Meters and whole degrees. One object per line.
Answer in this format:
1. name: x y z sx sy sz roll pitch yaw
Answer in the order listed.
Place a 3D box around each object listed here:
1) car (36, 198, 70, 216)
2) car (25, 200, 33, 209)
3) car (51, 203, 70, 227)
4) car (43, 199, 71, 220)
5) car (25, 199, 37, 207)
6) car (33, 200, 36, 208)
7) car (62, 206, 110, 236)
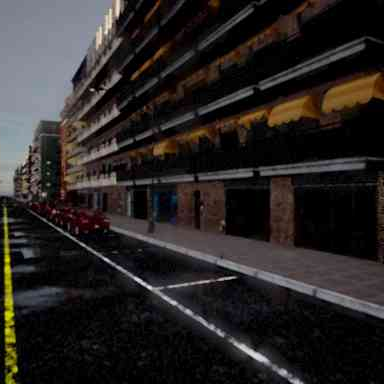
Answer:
1. car: -14.453 1.635 34.432 2.192 1.841 5.009 0 -1 -29
2. car: -25.487 1.946 54.063 1.967 1.590 4.097 0 -1 -29
3. car: -8.936 1.774 24.615 1.887 1.381 4.507 0 -1 -29
4. car: -11.694 1.715 29.523 1.967 1.590 4.097 0 -1 -29
5. car: -31.088 2.132 64.027 1.752 1.417 4.829 0 -1 -29
6. car: -17.211 1.806 39.339 1.967 1.590 4.097 0 -1 -29
7. car: -6.177 1.729 19.707 1.887 1.381 4.507 0 -1 -29
